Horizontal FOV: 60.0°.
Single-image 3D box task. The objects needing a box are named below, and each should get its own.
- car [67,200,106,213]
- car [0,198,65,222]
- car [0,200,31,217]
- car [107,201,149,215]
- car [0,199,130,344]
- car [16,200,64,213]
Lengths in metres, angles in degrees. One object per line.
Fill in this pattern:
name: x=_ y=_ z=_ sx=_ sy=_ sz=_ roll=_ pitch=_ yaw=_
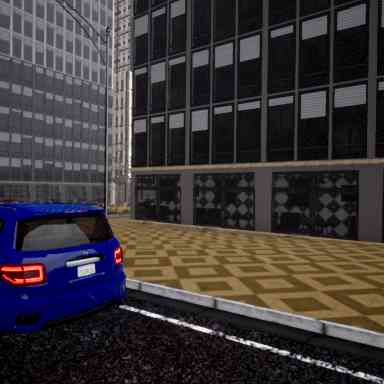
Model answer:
car: x=-12.948 y=1.762 z=40.937 sx=1.994 sy=1.385 sz=4.181 roll=1 pitch=0 yaw=36
car: x=-14.162 y=1.519 z=29.541 sx=2.192 sy=1.841 sz=5.009 roll=1 pitch=0 yaw=36
car: x=-18.860 y=1.616 z=32.917 sx=1.837 sy=1.490 sz=4.892 roll=1 pitch=0 yaw=36
car: x=-7.364 y=1.830 z=38.752 sx=1.752 sy=1.417 sz=4.829 roll=1 pitch=0 yaw=36
car: x=-3.716 y=1.218 z=6.333 sx=5.566 sy=2.045 sz=2.150 roll=0 pitch=0 yaw=35
car: x=-17.659 y=1.643 z=38.916 sx=1.752 sy=1.417 sz=4.829 roll=1 pitch=0 yaw=36
